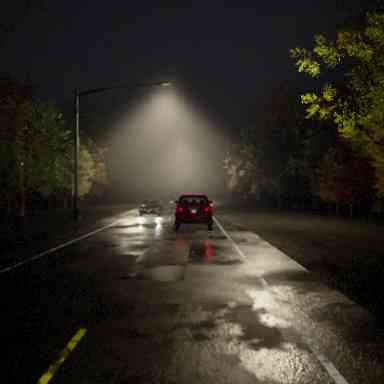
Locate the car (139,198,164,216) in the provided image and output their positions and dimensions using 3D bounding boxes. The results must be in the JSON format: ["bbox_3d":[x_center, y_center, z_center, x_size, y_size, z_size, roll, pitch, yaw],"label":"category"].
[{"bbox_3d":[-3.604,1.353,30.137,1.837,1.490,4.892,0,0,0],"label":"car"}]

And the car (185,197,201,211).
[{"bbox_3d":[0.088,1.332,38.615,1.812,1.442,4.674,0,0,0],"label":"car"}]

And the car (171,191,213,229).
[{"bbox_3d":[0.095,1.118,20.635,2.150,2.045,5.566,0,0,0],"label":"car"}]

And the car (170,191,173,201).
[{"bbox_3d":[-3.532,0.859,71.258,2.150,2.045,5.566,0,0,0],"label":"car"}]
